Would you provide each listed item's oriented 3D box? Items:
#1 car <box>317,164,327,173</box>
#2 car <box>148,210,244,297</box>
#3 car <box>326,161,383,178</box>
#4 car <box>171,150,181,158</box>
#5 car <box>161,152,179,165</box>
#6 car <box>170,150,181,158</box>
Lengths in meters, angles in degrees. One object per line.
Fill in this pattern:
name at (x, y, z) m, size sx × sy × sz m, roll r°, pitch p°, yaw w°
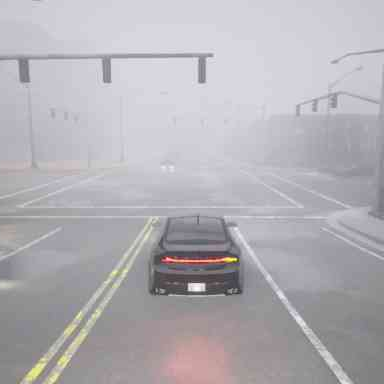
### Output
car at (15.948, -2.671, 36.327) m, size 4.181 × 1.385 × 1.994 m, roll 0°, pitch 9°, yaw 0°
car at (0.074, 1.200, 8.032) m, size 1.837 × 1.490 × 4.892 m, roll 0°, pitch 4°, yaw 0°
car at (16.654, -2.154, 32.865) m, size 5.357 × 1.411 × 2.033 m, roll 0°, pitch 9°, yaw 2°
car at (-3.476, -8.290, 72.234) m, size 1.882 × 1.535 × 5.008 m, roll 0°, pitch 9°, yaw 0°
car at (-3.580, -4.900, 50.697) m, size 2.033 × 1.411 × 5.357 m, roll 0°, pitch 9°, yaw 0°
car at (-3.547, -6.673, 60.937) m, size 2.097 × 1.767 × 4.553 m, roll 0°, pitch 8°, yaw 0°
